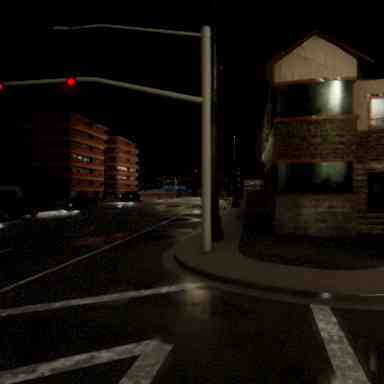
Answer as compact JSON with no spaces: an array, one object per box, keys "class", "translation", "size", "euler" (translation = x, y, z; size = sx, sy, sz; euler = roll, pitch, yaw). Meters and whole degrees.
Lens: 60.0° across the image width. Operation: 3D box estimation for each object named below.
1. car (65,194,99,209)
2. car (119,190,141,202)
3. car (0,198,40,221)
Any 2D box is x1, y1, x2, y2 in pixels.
[{"class":"car","translation":[-11.838,0.995,36.017],"size":[2.128,1.511,4.902],"euler":[0,1,10]},{"class":"car","translation":[-9.320,0.624,50.117],"size":[2.097,1.767,4.553],"euler":[0,0,10]},{"class":"car","translation":[-13.713,1.275,25.335],"size":[1.882,1.535,5.008],"euler":[0,2,10]}]
